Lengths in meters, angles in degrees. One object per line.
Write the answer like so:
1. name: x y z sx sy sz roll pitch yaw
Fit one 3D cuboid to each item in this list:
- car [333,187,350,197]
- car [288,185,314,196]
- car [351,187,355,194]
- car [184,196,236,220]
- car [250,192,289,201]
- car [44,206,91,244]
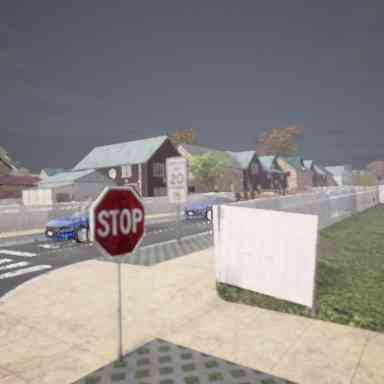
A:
1. car: 18.260 0.372 42.463 2.033 1.411 5.357 -2 0 35
2. car: 13.153 0.265 40.262 2.150 2.045 5.566 -2 0 36
3. car: 24.215 0.046 50.912 2.128 1.511 4.902 -2 0 35
4. car: 1.354 1.068 23.577 1.882 1.535 5.008 -2 0 35
5. car: 7.180 0.797 31.832 1.882 1.535 5.008 -2 0 35
6. car: -4.326 1.333 15.449 1.882 1.535 5.008 -2 0 34
